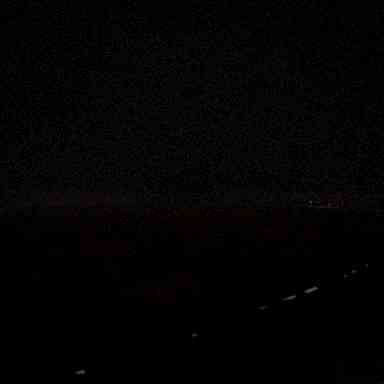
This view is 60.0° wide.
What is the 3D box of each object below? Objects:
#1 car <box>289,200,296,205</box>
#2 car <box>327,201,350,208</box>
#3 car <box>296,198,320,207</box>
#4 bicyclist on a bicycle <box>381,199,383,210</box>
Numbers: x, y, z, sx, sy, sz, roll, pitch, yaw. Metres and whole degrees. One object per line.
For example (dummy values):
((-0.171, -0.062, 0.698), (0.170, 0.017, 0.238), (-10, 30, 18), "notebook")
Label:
((23.382, 2.349, 72.869), (1.895, 1.301, 4.718), (2, -1, -20), "car")
((26.328, 2.187, 59.936), (1.895, 1.301, 4.718), (2, -1, -7), "car")
((22.595, 1.909, 64.004), (2.097, 1.767, 4.553), (2, -1, -10), "car")
((27.335, 1.815, 47.638), (0.659, 1.776, 1.843), (1, 0, 5), "bicyclist on a bicycle")
